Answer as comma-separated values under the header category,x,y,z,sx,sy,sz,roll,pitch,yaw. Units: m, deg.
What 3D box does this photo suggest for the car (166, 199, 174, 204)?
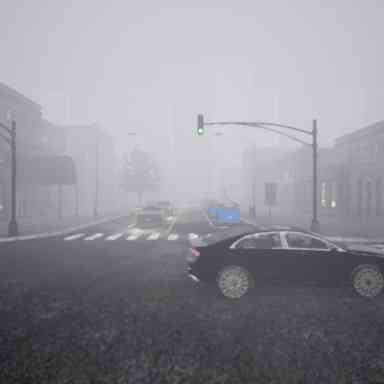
category,x,y,z,sx,sy,sz,roll,pitch,yaw
car,-5.696,2.441,86.237,1.752,1.417,4.829,0,-1,0

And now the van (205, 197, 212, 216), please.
category,x,y,z,sx,sy,sz,roll,pitch,yaw
van,2.686,1.706,36.700,1.690,1.788,3.998,0,-1,0

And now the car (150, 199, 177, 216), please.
category,x,y,z,sx,sy,sz,roll,pitch,yaw
car,-3.096,1.717,36.640,2.097,1.767,4.553,0,-1,0

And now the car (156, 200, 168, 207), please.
category,x,y,z,sx,sy,sz,roll,pitch,yaw
car,-5.695,2.209,64.322,1.887,1.381,4.507,0,-1,0

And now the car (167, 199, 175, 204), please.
category,x,y,z,sx,sy,sz,roll,pitch,yaw
car,-5.697,2.548,91.928,1.947,1.339,4.313,0,-1,0

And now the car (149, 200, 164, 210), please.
category,x,y,z,sx,sy,sz,roll,pitch,yaw
car,-5.695,2.088,53.280,1.887,1.381,4.507,0,-1,0

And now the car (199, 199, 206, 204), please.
category,x,y,z,sx,sy,sz,roll,pitch,yaw
car,2.684,2.462,86.390,1.887,1.381,4.507,0,-1,0

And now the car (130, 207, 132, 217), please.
category,x,y,z,sx,sy,sz,roll,pitch,yaw
car,-5.694,1.889,36.545,1.752,1.417,4.829,0,-1,0

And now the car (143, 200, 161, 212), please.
category,x,y,z,sx,sy,sz,roll,pitch,yaw
car,-5.695,1.923,47.760,1.967,1.590,4.097,0,-1,0

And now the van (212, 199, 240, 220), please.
category,x,y,z,sx,sy,sz,roll,pitch,yaw
van,2.687,1.592,25.656,1.690,1.788,3.998,0,-1,0

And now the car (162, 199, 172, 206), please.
category,x,y,z,sx,sy,sz,roll,pitch,yaw
car,-5.695,2.334,75.365,1.887,1.381,4.507,0,-1,0

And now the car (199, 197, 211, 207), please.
category,x,y,z,sx,sy,sz,roll,pitch,yaw
car,2.684,2.041,69.829,2.192,1.841,5.009,0,-1,0

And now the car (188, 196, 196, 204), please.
category,x,y,z,sx,sy,sz,roll,pitch,yaw
car,-0.003,2.230,94.161,2.150,2.045,5.566,0,-1,0

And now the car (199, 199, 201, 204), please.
category,x,y,z,sx,sy,sz,roll,pitch,yaw
car,2.686,2.169,58.782,1.947,1.339,4.313,0,-1,0

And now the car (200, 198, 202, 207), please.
category,x,y,z,sx,sy,sz,roll,pitch,yaw
car,2.686,2.070,53.432,1.752,1.417,4.829,0,-1,0

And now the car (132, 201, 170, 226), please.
category,x,y,z,sx,sy,sz,roll,pitch,yaw
car,-3.101,1.735,26.220,1.882,1.535,5.008,0,-1,1

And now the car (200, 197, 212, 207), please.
category,x,y,z,sx,sy,sz,roll,pitch,yaw
car,2.684,1.980,64.308,2.192,1.841,5.009,0,-1,0

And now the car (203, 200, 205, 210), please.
category,x,y,z,sx,sy,sz,roll,pitch,yaw
car,2.686,1.968,42.218,1.887,1.381,4.507,0,-1,0

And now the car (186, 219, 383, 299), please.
category,x,y,z,sx,sy,sz,roll,pitch,yaw
car,2.295,1.560,8.002,4.902,1.511,2.128,0,-1,0

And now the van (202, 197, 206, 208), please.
category,x,y,z,sx,sy,sz,roll,pitch,yaw
van,2.686,1.824,47.742,1.690,1.788,3.998,0,-1,0
